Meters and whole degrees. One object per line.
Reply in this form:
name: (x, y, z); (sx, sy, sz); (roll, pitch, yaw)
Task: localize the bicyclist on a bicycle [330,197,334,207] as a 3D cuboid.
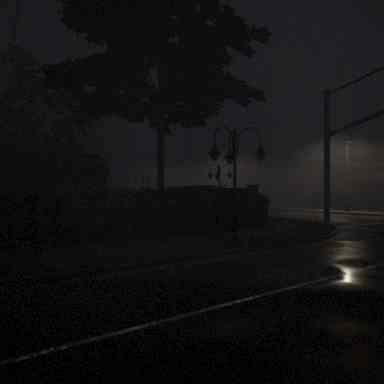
bicyclist on a bicycle: (20.837, 1.430, 50.104); (1.656, 1.620, 0.582); (-6, -7, -37)

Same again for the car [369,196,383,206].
car: (28.414, 1.295, 48.461); (2.242, 1.667, 4.611); (0, 0, -35)
